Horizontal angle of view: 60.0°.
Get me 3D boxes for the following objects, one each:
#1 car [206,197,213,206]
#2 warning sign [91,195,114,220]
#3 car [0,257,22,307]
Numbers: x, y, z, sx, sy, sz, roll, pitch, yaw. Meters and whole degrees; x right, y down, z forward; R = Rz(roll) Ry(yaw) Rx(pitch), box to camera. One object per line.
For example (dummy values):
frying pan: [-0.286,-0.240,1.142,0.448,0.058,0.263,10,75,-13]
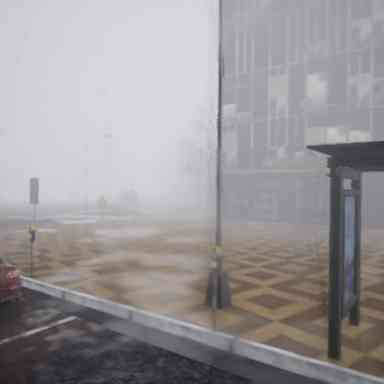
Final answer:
car: [4.016,1.382,51.289,2.128,1.511,4.902,1,1,35]
warning sign: [-6.822,1.135,25.329,1.300,1.860,1.060,1,1,34]
car: [-4.995,1.578,6.588,4.206,1.307,1.802,0,1,36]
